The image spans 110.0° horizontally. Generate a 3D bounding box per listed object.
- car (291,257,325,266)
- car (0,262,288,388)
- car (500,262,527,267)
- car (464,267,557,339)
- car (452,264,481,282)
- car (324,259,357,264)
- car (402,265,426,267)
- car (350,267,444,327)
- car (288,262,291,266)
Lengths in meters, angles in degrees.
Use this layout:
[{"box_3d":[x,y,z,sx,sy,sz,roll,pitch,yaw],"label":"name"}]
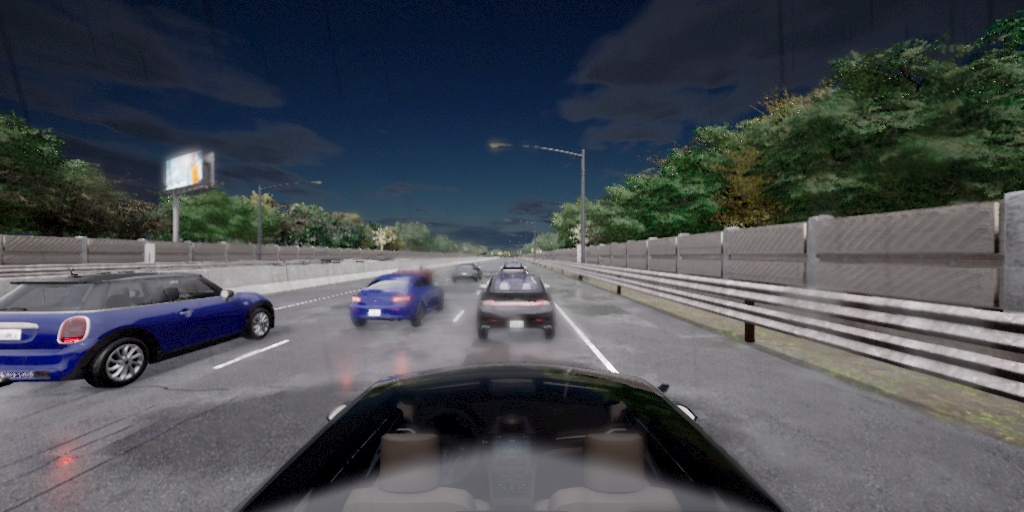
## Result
[{"box_3d":[-21.095,1.046,38.689,2.097,1.767,4.553,0,0,0],"label":"car"},{"box_3d":[-6.896,1.089,7.020,2.097,1.767,4.553,0,0,-1],"label":"car"},{"box_3d":[0.094,1.192,27.216,2.128,1.511,4.902,0,0,0],"label":"car"},{"box_3d":[0.100,1.221,9.976,2.128,1.511,4.902,0,0,0],"label":"car"},{"box_3d":[-3.402,1.264,27.843,1.994,1.385,4.181,0,0,0],"label":"car"},{"box_3d":[-17.598,1.219,38.144,1.812,1.442,4.674,0,0,0],"label":"car"},{"box_3d":[-6.905,1.303,25.638,1.895,1.301,4.718,0,0,1],"label":"car"},{"box_3d":[-3.405,1.253,11.294,1.812,1.442,4.674,0,0,1],"label":"car"},{"box_3d":[-24.597,1.294,39.349,1.895,1.301,4.718,0,0,0],"label":"car"}]
